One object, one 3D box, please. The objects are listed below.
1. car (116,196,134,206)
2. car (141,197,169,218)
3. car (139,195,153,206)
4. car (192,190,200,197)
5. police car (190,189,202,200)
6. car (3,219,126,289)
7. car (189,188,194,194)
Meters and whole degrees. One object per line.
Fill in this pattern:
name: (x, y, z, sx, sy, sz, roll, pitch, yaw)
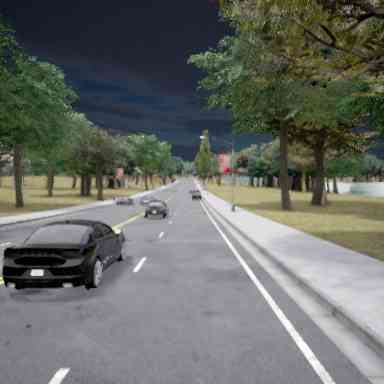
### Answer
car: (-9.806, 1.316, 48.782, 1.994, 1.385, 4.181, 0, 1, 0)
car: (-3.143, 1.501, 30.130, 1.812, 1.442, 4.674, 0, 0, 0)
car: (-6.554, 1.237, 49.158, 2.128, 1.511, 4.902, 0, 1, 0)
car: (0.994, 0.344, 82.499, 2.097, 1.767, 4.553, 0, 2, 0)
police car: (0.991, 0.806, 66.651, 1.930, 1.638, 5.238, 0, 1, 0)
car: (-3.149, 1.494, 9.243, 1.882, 1.535, 5.008, 0, 0, 0)
car: (0.993, 0.380, 76.561, 2.150, 2.045, 5.566, 0, 1, 0)
